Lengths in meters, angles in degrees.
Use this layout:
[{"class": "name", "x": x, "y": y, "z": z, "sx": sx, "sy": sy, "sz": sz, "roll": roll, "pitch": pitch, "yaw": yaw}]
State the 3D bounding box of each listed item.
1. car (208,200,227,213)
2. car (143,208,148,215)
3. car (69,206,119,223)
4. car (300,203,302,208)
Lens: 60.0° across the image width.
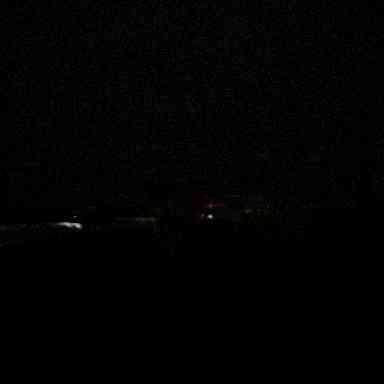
[{"class": "car", "x": 2.745, "y": 1.870, "z": 44.214, "sx": 2.097, "sy": 1.767, "sz": 4.553, "roll": -1, "pitch": -1, "yaw": 36}, {"class": "car", "x": -3.191, "y": 1.913, "z": 35.986, "sx": 1.837, "sy": 1.490, "sz": 4.892, "roll": -1, "pitch": -1, "yaw": 36}, {"class": "car", "x": -8.401, "y": 1.875, "z": 28.765, "sx": 1.994, "sy": 1.385, "sz": 4.181, "roll": -1, "pitch": -1, "yaw": 36}, {"class": "car", "x": 18.217, "y": 2.286, "z": 59.528, "sx": 1.895, "sy": 1.301, "sz": 4.718, "roll": -1, "pitch": -1, "yaw": 36}]
